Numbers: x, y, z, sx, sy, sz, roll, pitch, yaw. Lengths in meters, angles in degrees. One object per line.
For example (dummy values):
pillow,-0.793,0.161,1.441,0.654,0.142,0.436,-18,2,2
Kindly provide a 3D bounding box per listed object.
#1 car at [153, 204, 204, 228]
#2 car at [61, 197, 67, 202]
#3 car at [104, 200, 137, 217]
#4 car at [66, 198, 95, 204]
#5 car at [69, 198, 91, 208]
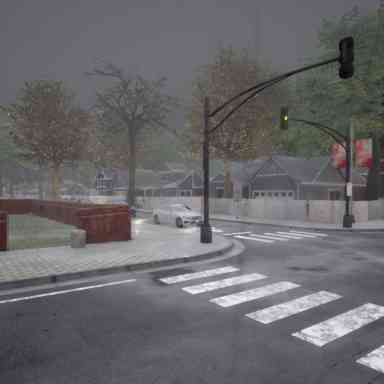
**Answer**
car,-1.022,1.547,22.634,1.812,1.442,4.674,0,0,-36
car,-22.394,1.601,57.395,2.128,1.511,4.902,0,0,-36
car,-6.861,1.513,30.802,1.882,1.535,5.008,0,0,-36
car,-12.849,1.530,39.182,1.882,1.535,5.008,0,0,-35
car,-16.733,1.654,49.588,1.994,1.385,4.181,0,0,-35
